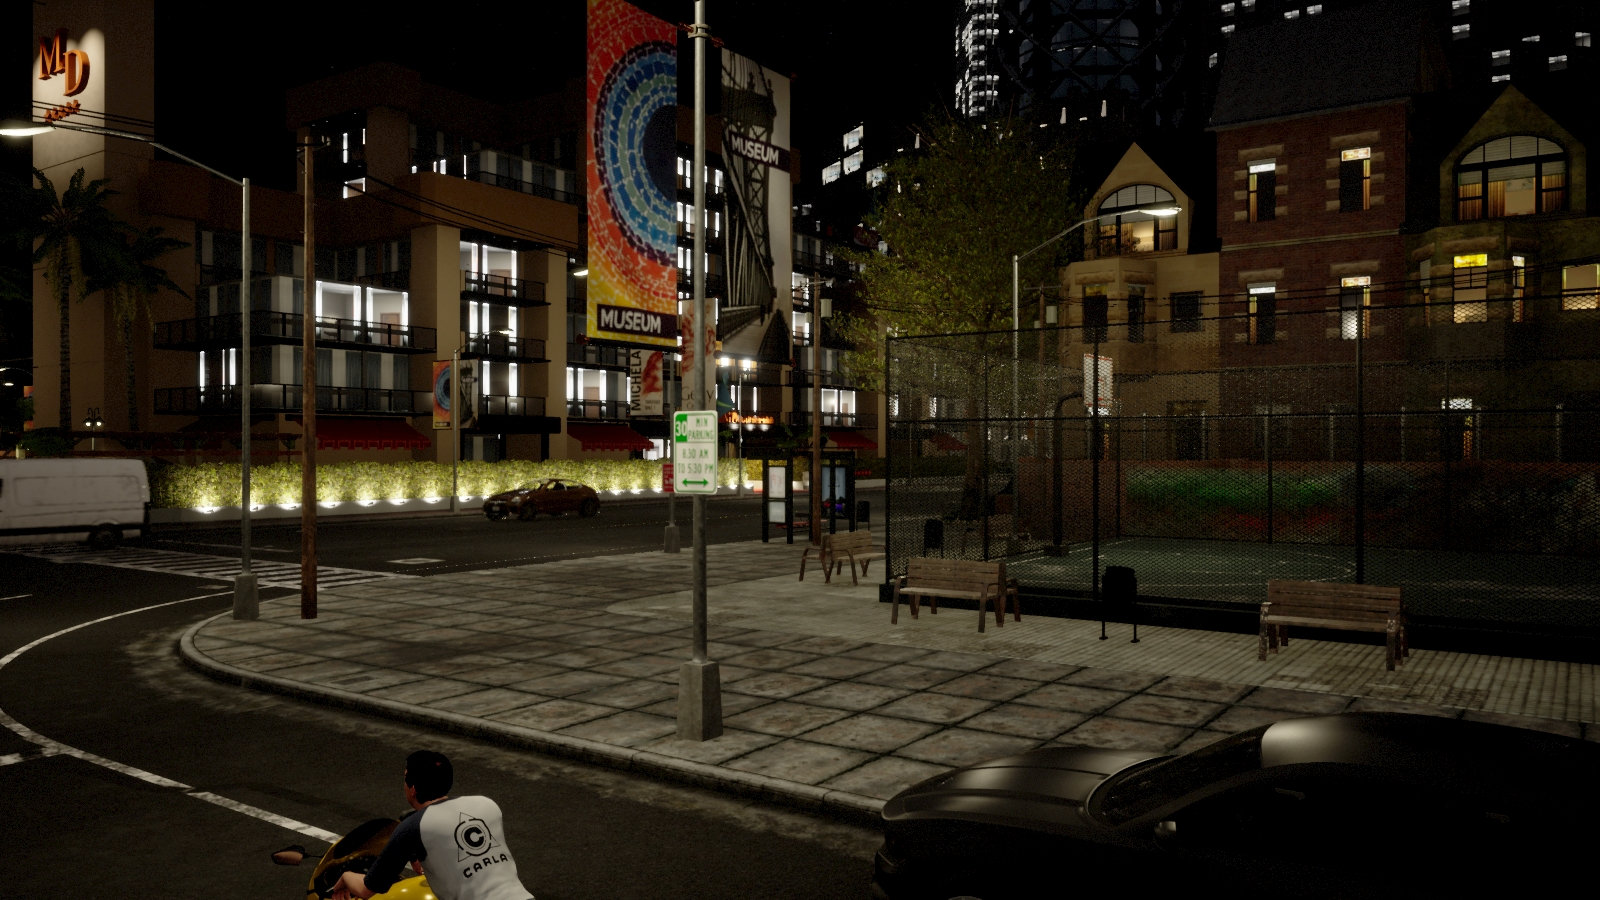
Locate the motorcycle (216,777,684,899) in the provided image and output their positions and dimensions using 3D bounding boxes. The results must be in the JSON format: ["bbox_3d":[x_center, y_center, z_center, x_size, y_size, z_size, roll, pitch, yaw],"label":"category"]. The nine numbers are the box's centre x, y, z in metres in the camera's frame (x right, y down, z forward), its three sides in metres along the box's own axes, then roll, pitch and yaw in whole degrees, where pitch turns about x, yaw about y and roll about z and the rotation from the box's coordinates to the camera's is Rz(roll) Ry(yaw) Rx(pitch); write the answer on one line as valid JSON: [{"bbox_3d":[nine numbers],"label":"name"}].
[{"bbox_3d":[-1.529,2.213,4.819,2.033,1.145,0.803,0,0,35],"label":"motorcycle"}]

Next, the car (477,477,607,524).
[{"bbox_3d":[-10.387,1.992,46.399,2.152,1.651,5.027,0,0,34],"label":"car"}]

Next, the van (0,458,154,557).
[{"bbox_3d":[-21.362,1.534,31.462,1.988,2.561,5.915,1,0,45],"label":"van"}]
